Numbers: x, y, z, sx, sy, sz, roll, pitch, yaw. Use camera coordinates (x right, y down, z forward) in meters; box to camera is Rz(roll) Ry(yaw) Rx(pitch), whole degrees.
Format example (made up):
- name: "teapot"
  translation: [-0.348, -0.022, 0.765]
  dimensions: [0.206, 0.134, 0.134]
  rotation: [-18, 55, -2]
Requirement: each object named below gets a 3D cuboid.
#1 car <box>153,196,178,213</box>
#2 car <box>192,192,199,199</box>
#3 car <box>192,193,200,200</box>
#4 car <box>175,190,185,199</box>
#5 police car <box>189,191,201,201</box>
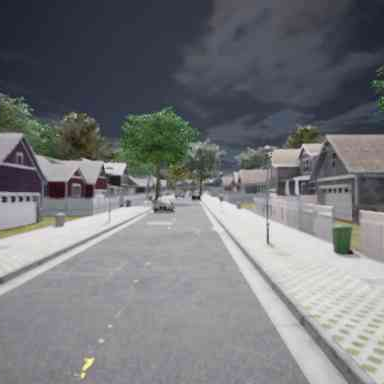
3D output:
- name: "car"
  translation: [-2.821, 1.386, 34.211]
  dimensions: [1.994, 1.385, 4.181]
  rotation: [0, 0, 0]
- name: "car"
  translation: [0.874, 0.860, 83.302]
  dimensions: [1.837, 1.490, 4.892]
  rotation: [0, 1, 0]
- name: "car"
  translation: [0.871, 0.922, 77.301]
  dimensions: [1.837, 1.490, 4.892]
  rotation: [0, 1, 0]
- name: "car"
  translation: [-2.704, 0.566, 75.572]
  dimensions: [2.150, 2.045, 5.566]
  rotation: [0, 1, 0]
- name: "police car"
  translation: [0.865, 0.941, 67.408]
  dimensions: [1.930, 1.638, 5.238]
  rotation: [0, 1, 0]
